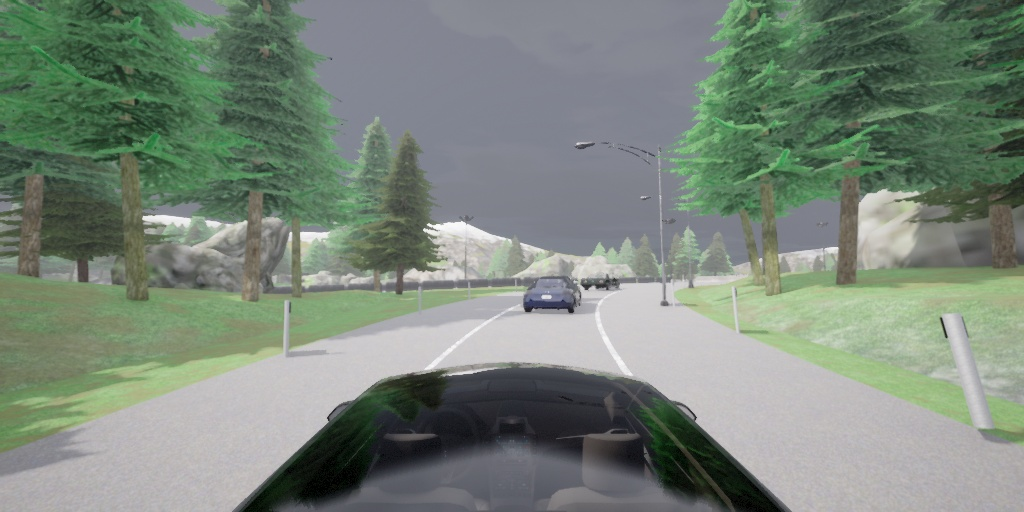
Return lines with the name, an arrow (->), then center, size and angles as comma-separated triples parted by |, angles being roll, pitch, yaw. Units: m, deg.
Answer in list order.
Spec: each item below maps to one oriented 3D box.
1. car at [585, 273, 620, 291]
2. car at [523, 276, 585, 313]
car -> 6.933, 1.978, 27.629 | 1.895, 1.301, 4.718 | -3, -3, 29
car -> 1.776, 1.507, 14.972 | 1.994, 1.385, 4.181 | -1, -2, 15
